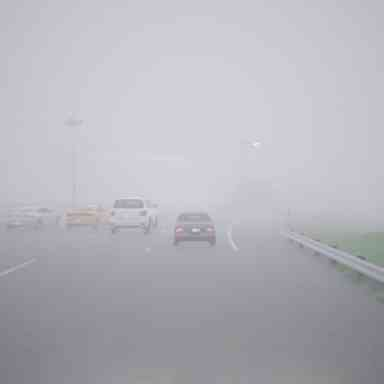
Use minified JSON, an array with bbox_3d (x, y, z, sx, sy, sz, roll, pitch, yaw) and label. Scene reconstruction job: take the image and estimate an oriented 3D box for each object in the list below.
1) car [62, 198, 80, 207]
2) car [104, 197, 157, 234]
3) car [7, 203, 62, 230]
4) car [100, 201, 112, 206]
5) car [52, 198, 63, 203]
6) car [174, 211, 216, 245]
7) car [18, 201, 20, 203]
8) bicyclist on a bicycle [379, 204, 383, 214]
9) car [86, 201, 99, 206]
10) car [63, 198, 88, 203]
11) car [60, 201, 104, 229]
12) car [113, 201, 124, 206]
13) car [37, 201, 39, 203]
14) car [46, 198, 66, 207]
[{"bbox_3d":[-27.435,2.370,75.590,2.150,2.045,5.566,0,-2,1],"label":"car"},{"bbox_3d":[-3.400,1.328,20.128,2.150,2.045,5.566,0,-1,0],"label":"car"},{"bbox_3d":[-10.409,1.654,22.065,1.812,1.442,4.674,0,-1,0],"label":"car"},{"bbox_3d":[-23.721,3.191,91.815,1.837,1.490,4.892,0,-2,1],"label":"car"},{"bbox_3d":[-24.175,2.176,59.355,1.882,1.535,5.008,0,-2,1],"label":"car"},{"bbox_3d":[0.104,1.603,15.716,2.033,1.411,5.357,0,-1,0],"label":"car"},{"bbox_3d":[-31.157,2.300,59.366,1.895,1.301,4.718,0,-1,1],"label":"car"},{"bbox_3d":[32.003,2.852,55.386,0.582,1.620,1.656,3,-1,-25],"label":"bicyclist on a bicycle"},{"bbox_3d":[-27.227,3.201,91.434,2.128,1.511,4.902,0,-2,1],"label":"car"},{"bbox_3d":[-20.676,2.226,59.339,1.812,1.442,4.674,0,-2,1],"label":"car"},{"bbox_3d":[-6.896,1.613,22.589,1.882,1.535,5.008,0,-1,0],"label":"car"},{"bbox_3d":[-20.221,3.216,91.800,1.812,1.442,4.674,0,-2,1],"label":"car"},{"bbox_3d":[-27.661,2.247,59.377,2.033,1.411,5.357,0,-1,1],"label":"car"},{"bbox_3d":[-30.935,2.369,75.610,2.150,2.045,5.566,0,-2,1],"label":"car"}]
